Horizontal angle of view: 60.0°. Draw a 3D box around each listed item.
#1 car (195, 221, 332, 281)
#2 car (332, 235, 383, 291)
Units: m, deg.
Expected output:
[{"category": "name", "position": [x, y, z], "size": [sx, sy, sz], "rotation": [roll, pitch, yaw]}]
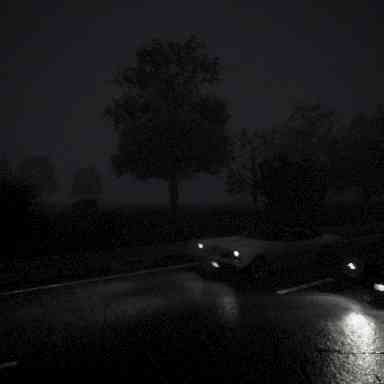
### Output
[{"category": "car", "position": [2.419, 1.597, 10.019], "size": [4.718, 1.301, 1.895], "rotation": [0, 0, -36]}, {"category": "car", "position": [5.997, 1.543, 8.272], "size": [5.357, 1.411, 2.033], "rotation": [0, 0, -36]}]
